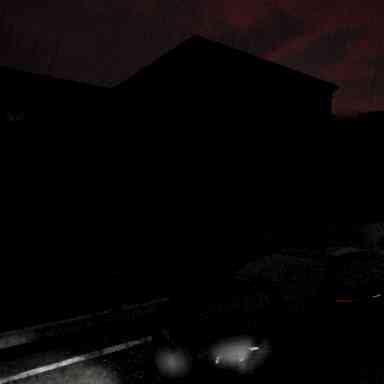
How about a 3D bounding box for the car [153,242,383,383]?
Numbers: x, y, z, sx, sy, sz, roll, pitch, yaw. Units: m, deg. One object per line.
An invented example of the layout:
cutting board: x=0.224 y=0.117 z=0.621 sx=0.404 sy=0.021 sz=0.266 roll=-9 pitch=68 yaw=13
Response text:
car: x=1.688 y=1.529 z=4.888 sx=4.674 sy=1.442 sz=1.812 roll=0 pitch=0 yaw=-35
